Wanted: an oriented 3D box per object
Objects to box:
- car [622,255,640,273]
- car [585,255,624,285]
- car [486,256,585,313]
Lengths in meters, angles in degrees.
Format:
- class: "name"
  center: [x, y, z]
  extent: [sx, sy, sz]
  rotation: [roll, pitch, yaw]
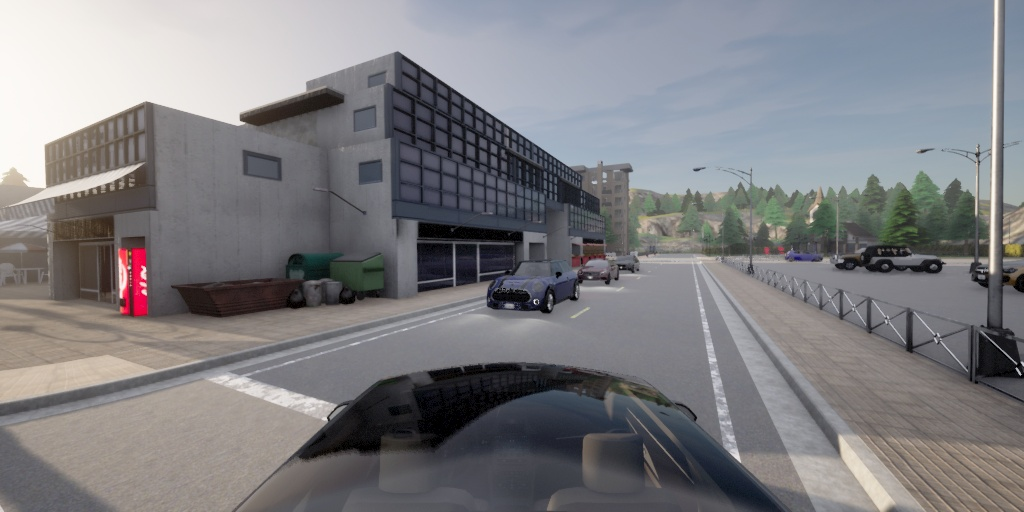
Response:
- class: "car"
  center: [9.963, 0.643, 31.301]
  extent: [1.837, 1.490, 4.892]
  rotation: [0, 1, 27]
- class: "car"
  center: [5.396, 0.876, 22.113]
  extent: [1.812, 1.442, 4.674]
  rotation: [0, 1, 26]
- class: "car"
  center: [0.914, 0.911, 13.060]
  extent: [2.097, 1.767, 4.553]
  rotation: [0, 1, 26]
